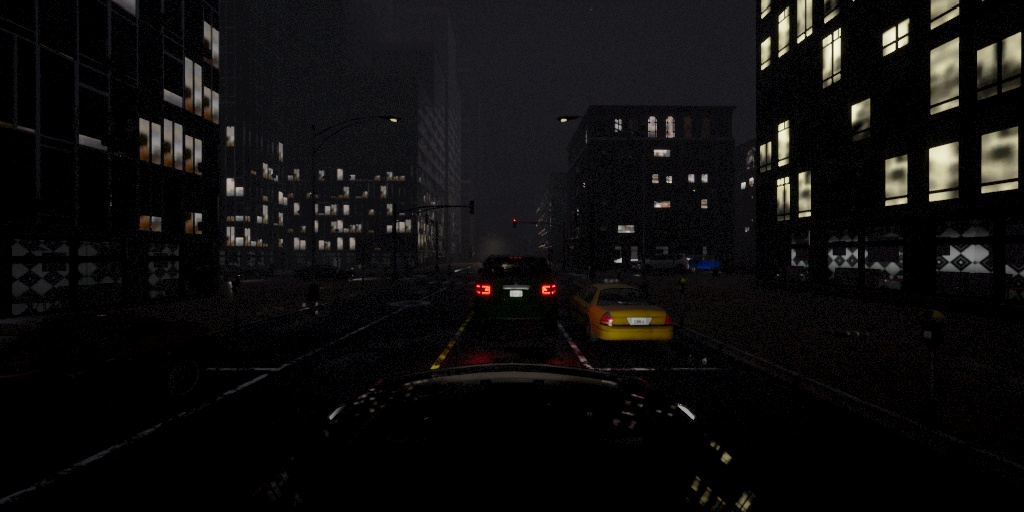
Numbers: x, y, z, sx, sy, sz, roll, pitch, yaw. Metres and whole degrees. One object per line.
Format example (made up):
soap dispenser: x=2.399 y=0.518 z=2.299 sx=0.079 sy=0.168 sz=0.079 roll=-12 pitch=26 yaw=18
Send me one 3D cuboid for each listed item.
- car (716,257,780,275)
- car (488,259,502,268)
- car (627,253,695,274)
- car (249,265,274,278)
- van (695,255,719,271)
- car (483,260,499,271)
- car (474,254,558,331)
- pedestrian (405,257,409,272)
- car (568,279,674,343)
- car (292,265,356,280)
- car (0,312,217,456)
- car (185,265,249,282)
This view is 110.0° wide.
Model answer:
car: x=21.060 y=1.019 z=31.921 sx=4.507 sy=1.381 sz=1.888 roll=0 pitch=0 yaw=-1
car: x=-2.862 y=1.245 z=61.238 sx=2.128 sy=1.511 sz=4.902 roll=0 pitch=0 yaw=0
car: x=15.401 y=0.755 z=37.271 sx=5.566 sy=2.045 sz=2.150 roll=-1 pitch=0 yaw=-1
car: x=-28.436 y=1.648 z=39.143 sx=4.403 sy=1.370 sz=2.007 roll=0 pitch=0 yaw=-1
van: x=20.945 y=0.800 z=39.800 sx=3.998 sy=1.789 sz=1.690 roll=0 pitch=0 yaw=-1
car: x=-2.823 y=1.299 z=49.348 sx=2.033 sy=1.411 sz=5.357 roll=0 pitch=0 yaw=-2
car: x=0.090 y=0.971 z=11.072 sx=2.150 sy=2.045 sz=5.566 roll=0 pitch=0 yaw=0
pedestrian: x=-12.387 y=1.020 z=42.342 sx=0.375 sy=1.860 sz=0.375 roll=0 pitch=1 yaw=-1
car: x=2.558 y=1.275 z=9.519 sx=1.751 sy=1.417 sz=4.829 roll=0 pitch=0 yaw=0
car: x=-17.719 y=1.515 z=33.907 sx=5.357 sy=1.411 sz=2.033 roll=-1 pitch=0 yaw=-1
car: x=-5.317 y=1.332 z=3.783 sx=1.802 sy=1.307 sz=4.207 roll=0 pitch=0 yaw=0
car: x=-28.150 y=1.611 z=33.765 sx=4.892 sy=1.490 sz=1.837 roll=-1 pitch=0 yaw=-1
